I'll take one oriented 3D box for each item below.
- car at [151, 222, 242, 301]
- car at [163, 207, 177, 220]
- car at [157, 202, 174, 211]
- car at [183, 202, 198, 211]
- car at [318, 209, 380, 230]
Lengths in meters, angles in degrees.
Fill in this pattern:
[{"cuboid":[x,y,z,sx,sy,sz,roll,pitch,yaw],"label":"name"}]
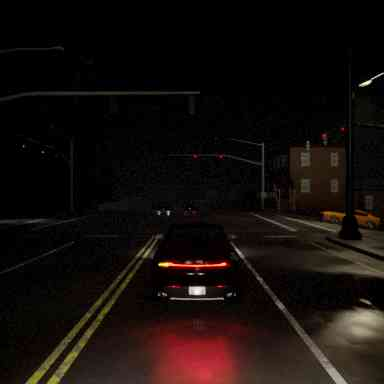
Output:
[{"cuboid":[0.088,1.505,8.325,1.837,1.490,4.892,0,0,0],"label":"car"},{"cuboid":[-3.674,3.615,55.725,2.033,1.411,5.357,0,-12,0],"label":"car"},{"cuboid":[-3.662,2.056,45.623,2.033,1.411,5.357,0,-4,0],"label":"car"},{"cuboid":[-0.157,1.939,43.489,1.895,1.301,4.718,0,-5,2],"label":"car"},{"cuboid":[13.611,2.210,28.838,5.008,1.535,1.882,9,0,1],"label":"car"}]
